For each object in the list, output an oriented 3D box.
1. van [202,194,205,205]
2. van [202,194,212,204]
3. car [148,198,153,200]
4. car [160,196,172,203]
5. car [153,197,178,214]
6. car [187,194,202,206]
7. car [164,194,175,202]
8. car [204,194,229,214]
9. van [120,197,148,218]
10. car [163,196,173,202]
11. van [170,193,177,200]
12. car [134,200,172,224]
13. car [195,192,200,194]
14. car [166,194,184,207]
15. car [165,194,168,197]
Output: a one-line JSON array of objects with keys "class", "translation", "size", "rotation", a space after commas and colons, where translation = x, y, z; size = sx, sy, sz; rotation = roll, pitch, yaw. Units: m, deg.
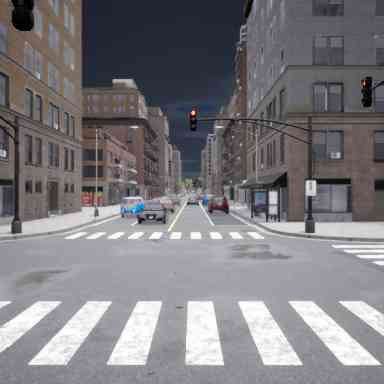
[{"class": "van", "translation": [2.790, 1.334, 51.595], "size": [1.690, 1.788, 3.998], "rotation": [0, 0, 0]}, {"class": "van", "translation": [2.802, 1.331, 62.408], "size": [1.690, 1.788, 3.998], "rotation": [0, 0, 0]}, {"class": "car", "translation": [-5.326, 1.561, 40.797], "size": [1.947, 1.339, 4.313], "rotation": [0, 0, 0]}, {"class": "car", "translation": [-5.265, 1.540, 67.828], "size": [2.008, 1.369, 4.403], "rotation": [0, 0, 0]}, {"class": "car", "translation": [-2.780, 1.521, 35.518], "size": [1.812, 1.442, 4.674], "rotation": [0, 0, 0]}, {"class": "car", "translation": [0.165, 1.556, 55.492], "size": [1.994, 1.385, 4.181], "rotation": [0, 0, 1]}, {"class": "car", "translation": [-5.241, 1.302, 78.641], "size": [2.192, 1.841, 5.009], "rotation": [0, 0, 0]}, {"class": "car", "translation": [2.773, 1.311, 35.376], "size": [2.192, 1.841, 5.009], "rotation": [0, 0, 0]}, {"class": "van", "translation": [-5.351, 1.338, 29.985], "size": [1.690, 1.788, 3.998], "rotation": [0, 0, 0]}, {"class": "car", "translation": [-5.253, 1.554, 73.235], "size": [1.947, 1.339, 4.313], "rotation": [0, 0, 0]}, {"class": "van", "translation": [-5.204, 1.324, 94.860], "size": [1.690, 1.788, 3.998], "rotation": [0, 0, 0]}, {"class": "car", "translation": [-2.802, 1.561, 24.779], "size": [1.994, 1.385, 4.181], "rotation": [0, 0, 0]}, {"class": "car", "translation": [2.429, 1.338, 84.891], "size": [2.097, 1.767, 4.553], "rotation": [0, 0, 0]}, {"class": "car", "translation": [-2.711, 1.500, 52.177], "size": [1.837, 1.490, 4.892], "rotation": [0, -1, 1]}, {"class": "car", "translation": [-5.278, 1.516, 62.253], "size": [1.752, 1.417, 4.829], "rotation": [0, 0, 0]}]
